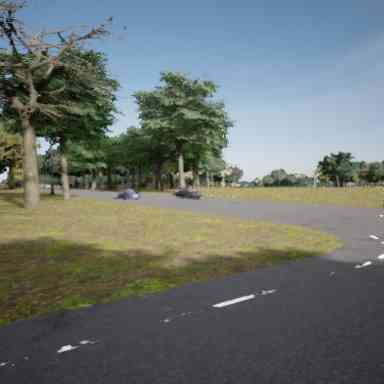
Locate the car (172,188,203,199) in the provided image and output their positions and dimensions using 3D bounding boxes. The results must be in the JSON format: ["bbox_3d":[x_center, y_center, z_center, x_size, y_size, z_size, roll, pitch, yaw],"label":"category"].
[{"bbox_3d":[-0.660,0.192,46.541,2.033,1.411,5.357,-2,3,-35],"label":"car"}]

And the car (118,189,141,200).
[{"bbox_3d":[-8.704,0.295,45.794,1.812,1.442,4.674,-2,3,-35],"label":"car"}]
